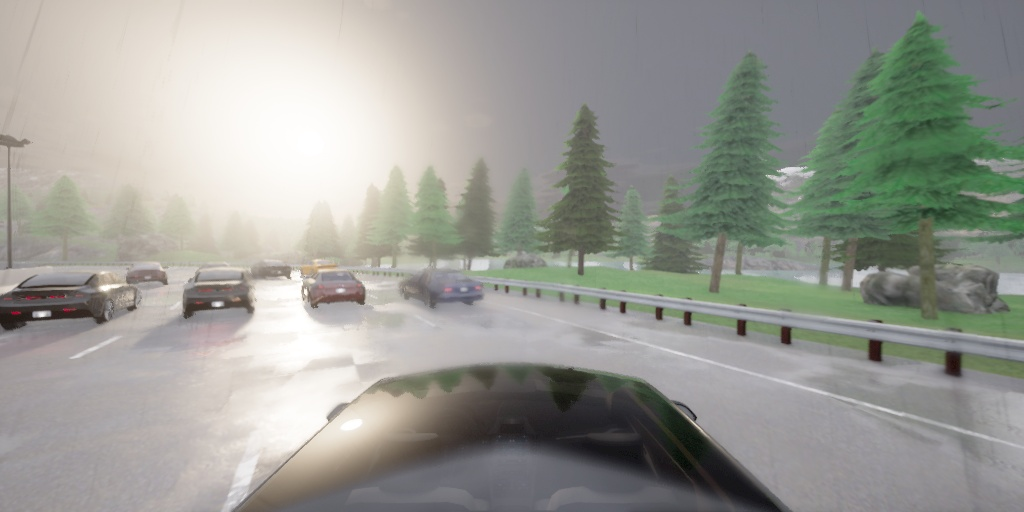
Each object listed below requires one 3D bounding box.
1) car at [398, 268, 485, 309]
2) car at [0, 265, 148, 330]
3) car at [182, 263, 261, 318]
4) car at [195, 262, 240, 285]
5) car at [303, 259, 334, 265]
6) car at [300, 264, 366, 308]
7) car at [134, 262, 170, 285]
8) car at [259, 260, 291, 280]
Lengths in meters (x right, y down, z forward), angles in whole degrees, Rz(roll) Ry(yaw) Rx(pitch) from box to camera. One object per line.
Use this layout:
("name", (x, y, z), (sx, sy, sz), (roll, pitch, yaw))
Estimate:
("car", (-3.087, 1.218, 14.746), (2.033, 1.411, 5.357), (0, 0, -34))
("car", (-13.313, 1.202, 11.106), (1.837, 1.490, 4.892), (0, 1, -34))
("car", (-10.315, 1.190, 12.911), (1.837, 1.490, 4.892), (0, 1, -34))
("car", (-21.271, 1.172, 25.824), (4.181, 1.385, 1.994), (1, 1, 44))
("car", (-16.811, 1.050, 31.235), (5.008, 1.535, 1.882), (1, 1, 44))
("car", (-7.497, 1.235, 14.970), (1.994, 1.385, 4.181), (0, 1, -35))
("car", (-24.148, 1.146, 23.751), (4.674, 1.442, 1.812), (1, 1, 44))
("car", (-19.383, 1.066, 28.860), (5.008, 1.535, 1.882), (1, 1, 44))
